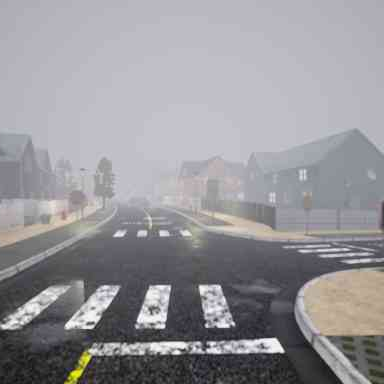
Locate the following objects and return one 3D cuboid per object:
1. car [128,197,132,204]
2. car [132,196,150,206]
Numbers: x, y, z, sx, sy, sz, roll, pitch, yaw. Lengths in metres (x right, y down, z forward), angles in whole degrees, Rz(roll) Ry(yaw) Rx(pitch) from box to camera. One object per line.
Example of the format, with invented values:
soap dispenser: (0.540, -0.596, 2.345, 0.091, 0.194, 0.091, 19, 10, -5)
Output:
car: (-11.321, 1.596, 65.352, 1.882, 1.535, 5.008, 0, 0, -17)
car: (-8.215, 1.630, 55.341, 2.033, 1.411, 5.357, 0, 0, -17)
